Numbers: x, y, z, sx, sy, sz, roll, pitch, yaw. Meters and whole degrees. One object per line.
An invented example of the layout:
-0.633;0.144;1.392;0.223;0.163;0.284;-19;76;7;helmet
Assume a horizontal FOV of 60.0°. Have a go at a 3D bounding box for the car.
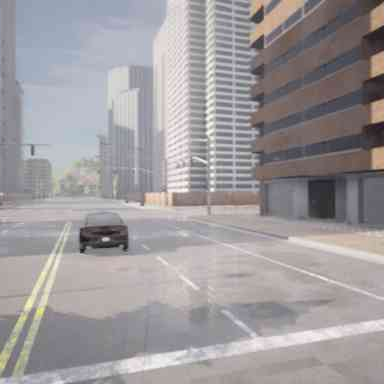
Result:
-3.949;1.599;14.589;1.882;1.535;5.008;0;0;-18;car
